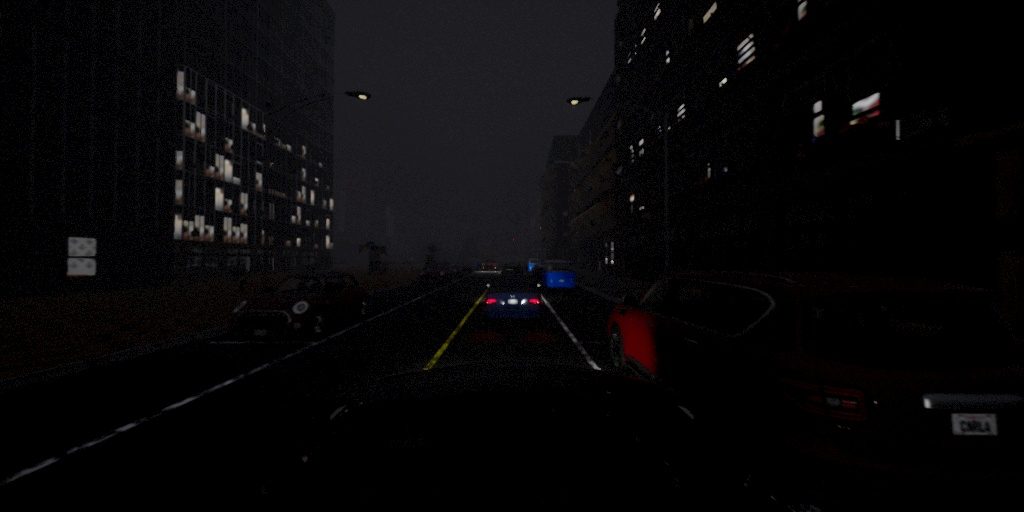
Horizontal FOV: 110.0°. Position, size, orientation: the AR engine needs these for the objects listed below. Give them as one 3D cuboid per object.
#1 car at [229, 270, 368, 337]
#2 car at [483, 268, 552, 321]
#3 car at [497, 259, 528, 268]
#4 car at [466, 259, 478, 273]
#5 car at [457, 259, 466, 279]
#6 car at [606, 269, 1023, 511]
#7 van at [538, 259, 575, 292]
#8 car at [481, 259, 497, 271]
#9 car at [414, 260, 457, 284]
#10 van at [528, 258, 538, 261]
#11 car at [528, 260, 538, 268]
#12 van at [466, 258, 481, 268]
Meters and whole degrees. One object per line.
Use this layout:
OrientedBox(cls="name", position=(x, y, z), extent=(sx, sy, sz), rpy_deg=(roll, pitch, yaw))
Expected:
OrientedBox(cls="car", position=(-5.693, 1.208, 10.097), extent=(1.967, 1.591, 4.097), rpy_deg=(0, 0, 0))
OrientedBox(cls="car", position=(0.043, 1.321, 12.500), extent=(2.033, 1.411, 5.357), rpy_deg=(0, 0, 0))
OrientedBox(cls="car", position=(0.070, 1.298, 31.260), extent=(2.128, 1.511, 4.902), rpy_deg=(0, 0, 0))
OrientedBox(cls="car", position=(-5.659, 1.367, 43.973), extent=(1.888, 1.381, 4.507), rpy_deg=(0, 0, 0))
OrientedBox(cls="car", position=(-5.658, 1.247, 32.682), extent=(1.967, 1.591, 4.097), rpy_deg=(0, 0, 0))
OrientedBox(cls="car", position=(2.691, 1.071, 4.482), extent=(2.192, 1.841, 5.009), rpy_deg=(0, 0, 0))
OrientedBox(cls="van", position=(2.691, 1.131, 21.421), extent=(1.690, 1.789, 3.998), rpy_deg=(0, 0, 0))
OrientedBox(cls="car", position=(-3.087, 1.181, 50.784), extent=(2.097, 1.767, 4.553), rpy_deg=(0, 0, 0))
OrientedBox(cls="car", position=(-5.664, 1.239, 27.035), extent=(1.967, 1.591, 4.097), rpy_deg=(0, 0, 0))
OrientedBox(cls="van", position=(2.689, 1.163, 44.007), extent=(1.690, 1.789, 3.998), rpy_deg=(0, 0, 0))
OrientedBox(cls="car", position=(2.690, 1.353, 32.715), extent=(1.888, 1.381, 4.507), rpy_deg=(0, 0, 0))
OrientedBox(cls="van", position=(-5.659, 1.169, 49.619), extent=(1.690, 1.789, 3.998), rpy_deg=(0, 0, 0))
